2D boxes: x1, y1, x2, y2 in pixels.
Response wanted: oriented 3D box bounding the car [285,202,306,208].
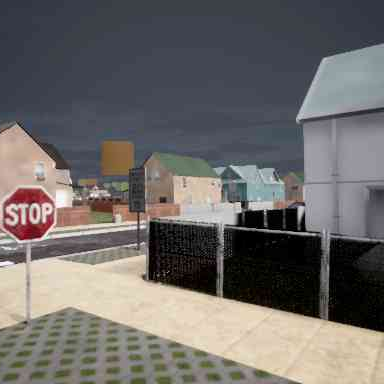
[{"bbox_3d":[11.364,2.032,36.522,1.895,1.301,4.718,-2,-2,35],"label":"car"}]
